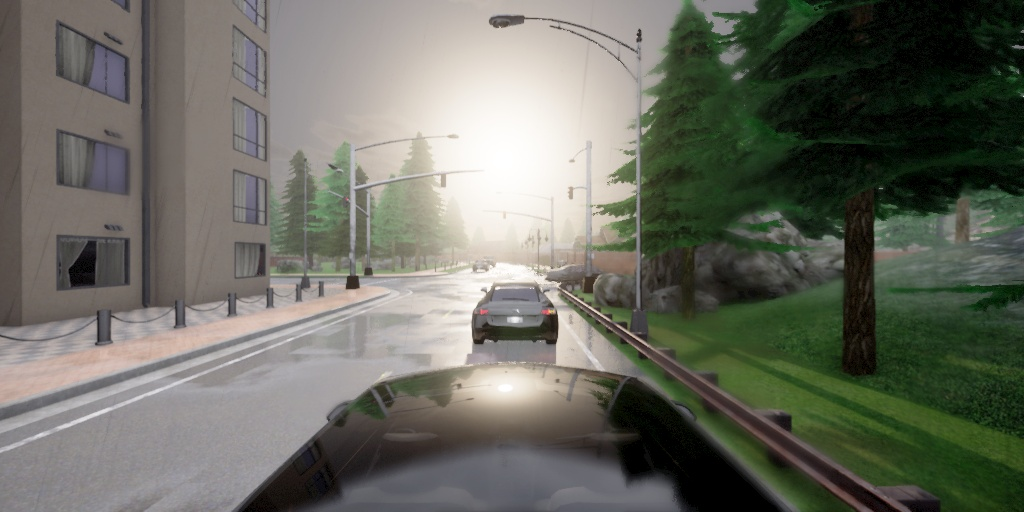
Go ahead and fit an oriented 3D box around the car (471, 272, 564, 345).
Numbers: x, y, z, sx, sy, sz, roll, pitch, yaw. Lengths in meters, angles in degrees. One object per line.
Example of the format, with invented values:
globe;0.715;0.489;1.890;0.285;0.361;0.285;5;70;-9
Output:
car;0.083;1.310;9.536;1.994;1.385;4.181;0;0;1

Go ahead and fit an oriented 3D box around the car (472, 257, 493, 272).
car;-3.934;1.191;45.624;2.128;1.511;4.902;0;0;0

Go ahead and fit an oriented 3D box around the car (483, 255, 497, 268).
car;-3.994;0.912;60.143;2.150;2.045;5.566;0;0;0

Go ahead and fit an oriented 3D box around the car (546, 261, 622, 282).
car;4.865;1.274;24.743;5.357;1.411;2.033;0;0;1
